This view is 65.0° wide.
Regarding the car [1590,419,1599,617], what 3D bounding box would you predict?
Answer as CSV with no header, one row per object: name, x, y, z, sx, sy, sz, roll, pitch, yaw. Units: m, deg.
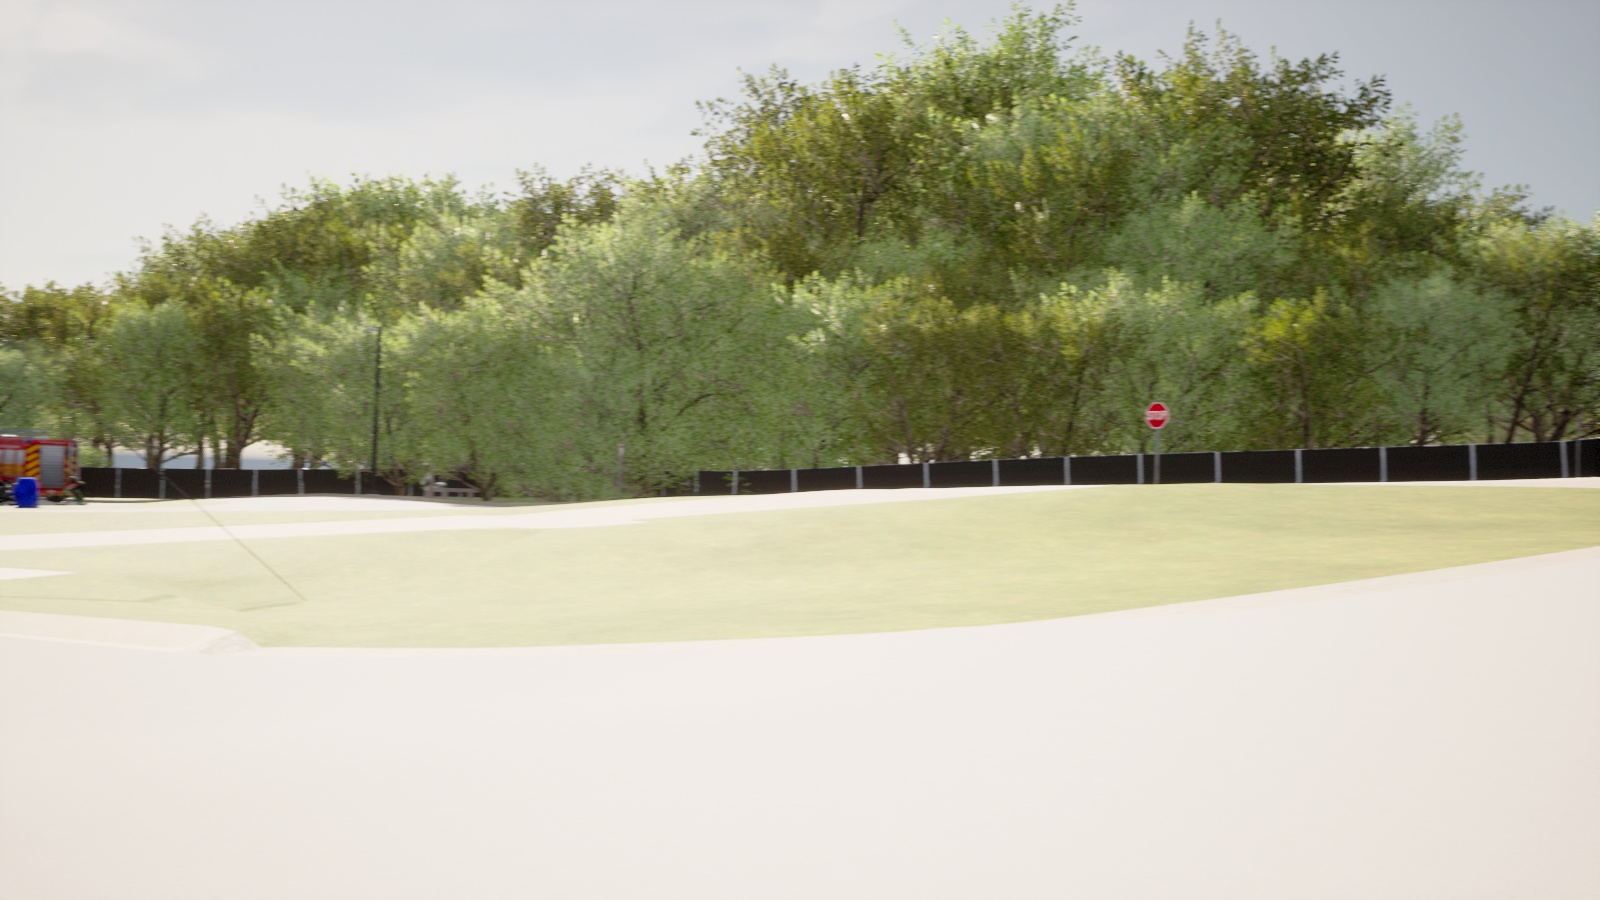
car,5.818,0.562,5.075,3.988,1.617,1.851,-3,-1,12

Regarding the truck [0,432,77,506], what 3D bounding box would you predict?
truck,-43.239,1.014,68.563,8.468,3.827,2.891,0,-2,33

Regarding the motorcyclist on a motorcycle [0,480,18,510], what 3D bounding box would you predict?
motorcyclist on a motorcycle,-40.784,2.276,63.351,2.191,1.530,0.866,1,-1,-34

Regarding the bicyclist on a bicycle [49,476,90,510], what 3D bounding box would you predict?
bicyclist on a bicycle,-35.933,2.103,61.758,1.656,1.620,0.582,-1,-1,-17
